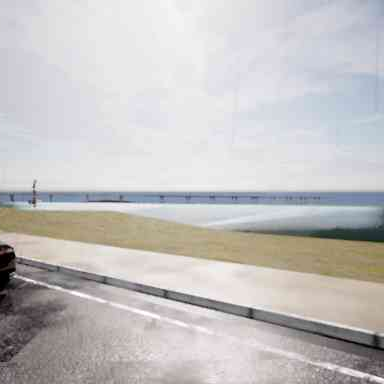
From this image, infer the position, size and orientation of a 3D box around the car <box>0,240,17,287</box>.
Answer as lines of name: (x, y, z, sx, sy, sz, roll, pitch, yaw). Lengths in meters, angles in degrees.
car: (-6.195, 1.511, 8.106, 4.902, 1.511, 2.128, 0, 0, 36)
